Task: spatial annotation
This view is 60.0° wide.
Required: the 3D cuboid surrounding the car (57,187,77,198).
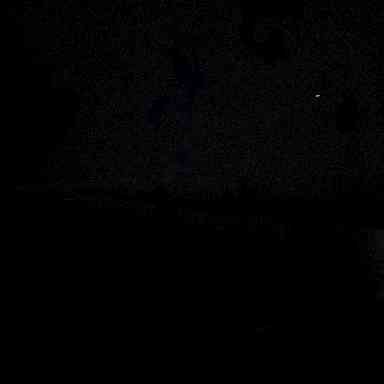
[{"bbox_3d":[-18.809,0.045,49.804,1.882,1.535,5.008,-2,3,-36],"label":"car"}]
